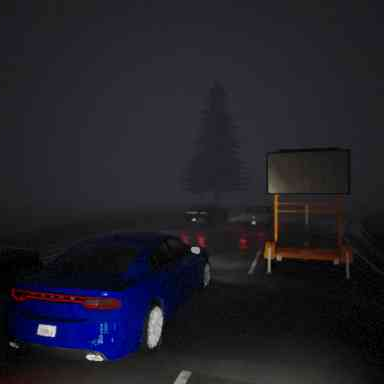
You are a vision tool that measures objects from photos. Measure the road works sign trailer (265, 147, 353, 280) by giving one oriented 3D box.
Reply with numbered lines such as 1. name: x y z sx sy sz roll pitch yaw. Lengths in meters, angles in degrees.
1. road works sign trailer: 3.546 0.473 10.256 2.380 3.560 2.880 0 0 19

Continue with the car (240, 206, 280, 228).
1. car: 4.794 1.622 22.809 1.895 1.301 4.718 0 0 24

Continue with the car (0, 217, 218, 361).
1. car: -1.010 1.485 6.291 1.882 1.535 5.008 0 0 16

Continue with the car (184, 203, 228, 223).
1. car: 1.092 1.516 22.984 2.128 1.511 4.902 0 0 23
